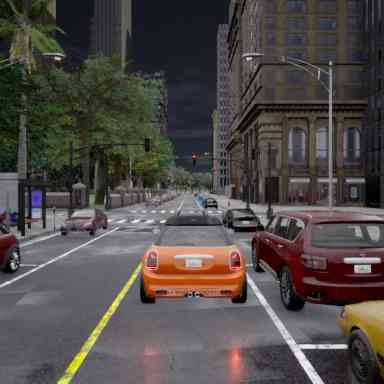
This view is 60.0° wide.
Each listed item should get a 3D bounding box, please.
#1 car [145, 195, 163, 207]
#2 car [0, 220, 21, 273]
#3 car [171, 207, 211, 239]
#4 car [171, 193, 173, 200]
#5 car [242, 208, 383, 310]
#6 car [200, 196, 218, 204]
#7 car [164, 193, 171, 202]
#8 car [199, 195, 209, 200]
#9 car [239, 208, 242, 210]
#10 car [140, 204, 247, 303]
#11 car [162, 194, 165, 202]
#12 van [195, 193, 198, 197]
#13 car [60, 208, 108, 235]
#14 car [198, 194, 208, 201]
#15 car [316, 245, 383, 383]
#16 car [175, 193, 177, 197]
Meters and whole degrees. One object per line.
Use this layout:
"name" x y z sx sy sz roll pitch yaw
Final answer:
"car" -6.026 1.526 50.400 2.008 1.369 4.403 0 0 0
"car" -5.801 1.439 7.689 1.967 1.590 4.097 0 0 0
"car" -0.031 1.596 18.159 1.895 1.301 4.718 0 0 0
"car" -6.170 1.260 77.501 2.192 1.841 5.009 0 0 0
"car" 2.724 1.314 7.718 2.192 1.841 5.009 0 0 0
"car" 2.528 1.545 45.005 1.947 1.339 4.313 0 0 0
"car" -6.141 1.393 72.081 1.967 1.590 4.097 0 0 0
"car" 2.499 1.541 50.425 1.947 1.339 4.313 0 0 0
"car" 2.667 1.561 18.569 1.947 1.339 4.313 0 0 0
"car" 0.032 1.351 8.340 2.097 1.767 4.553 0 0 0
"car" -6.055 1.411 55.820 1.967 1.590 4.097 0 0 0
"van" 2.326 1.278 82.947 1.690 1.788 3.998 0 0 0
"car" -5.858 1.577 18.541 1.802 1.307 4.206 0 0 0
"car" 2.469 1.496 56.016 1.752 1.417 4.829 0 0 0
"car" 2.752 1.525 2.463 1.752 1.417 4.829 0 0 0
"car" -6.256 1.235 93.762 2.192 1.841 5.009 0 0 0
